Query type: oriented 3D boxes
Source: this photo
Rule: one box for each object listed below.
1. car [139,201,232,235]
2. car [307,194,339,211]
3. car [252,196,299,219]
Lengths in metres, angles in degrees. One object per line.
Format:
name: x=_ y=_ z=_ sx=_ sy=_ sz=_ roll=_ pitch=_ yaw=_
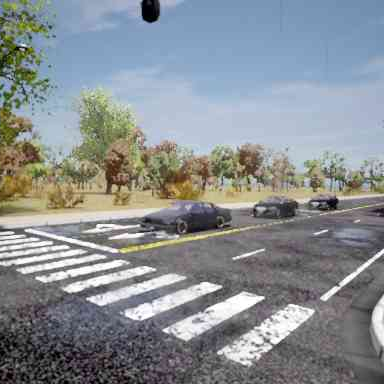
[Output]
car: x=-0.056 y=1.154 z=16.455 sx=2.033 sy=1.411 sz=5.357 roll=3 pitch=2 yaw=39
car: x=12.824 y=0.978 z=32.363 sx=2.128 sy=1.511 sz=4.902 roll=3 pitch=2 yaw=39
car: x=6.131 y=1.040 z=24.102 sx=2.128 sy=1.511 sz=4.902 roll=3 pitch=2 yaw=39
